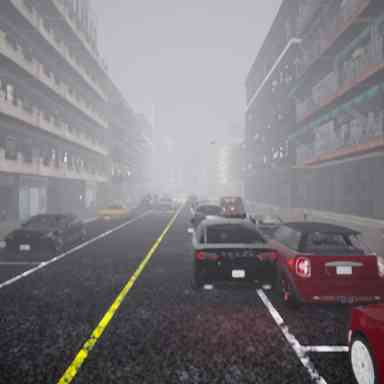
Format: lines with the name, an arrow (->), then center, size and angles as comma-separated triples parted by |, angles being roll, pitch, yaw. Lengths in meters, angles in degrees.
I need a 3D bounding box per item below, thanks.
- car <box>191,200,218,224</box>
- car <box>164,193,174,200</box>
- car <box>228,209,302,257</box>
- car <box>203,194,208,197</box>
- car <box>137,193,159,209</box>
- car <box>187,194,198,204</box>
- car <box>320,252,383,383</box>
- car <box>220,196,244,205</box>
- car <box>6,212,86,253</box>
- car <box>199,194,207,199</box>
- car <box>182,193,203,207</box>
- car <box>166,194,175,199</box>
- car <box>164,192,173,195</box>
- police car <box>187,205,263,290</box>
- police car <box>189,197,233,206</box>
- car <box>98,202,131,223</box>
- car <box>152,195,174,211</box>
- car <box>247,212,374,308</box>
car -> 0.858, 1.391, 24.970 | 1.837, 1.490, 4.892 | 0, 0, 0
car -> -5.583, 1.052, 81.122 | 1.967, 1.590, 4.097 | 0, 0, 0
car -> 2.708, 1.489, 13.472 | 2.008, 1.369, 4.403 | 0, 0, 0
car -> 2.790, 1.165, 75.642 | 1.752, 1.417, 4.829 | 0, 0, 0
car -> -5.635, 1.246, 41.669 | 1.967, 1.590, 4.097 | 0, 0, 0
car -> 0.078, 1.197, 59.519 | 1.882, 1.535, 5.008 | 0, 0, 0
car -> 2.693, 1.534, 2.199 | 1.887, 1.381, 4.507 | 0, 0, 0
car -> 2.724, 1.201, 24.744 | 2.192, 1.841, 5.009 | 0, 0, 0
car -> -5.673, 1.505, 13.486 | 1.947, 1.339, 4.313 | 0, 0, 0
car -> 2.805, 1.129, 86.744 | 1.887, 1.381, 4.507 | 0, 0, 0
car -> 0.069, 1.278, 45.581 | 2.128, 1.511, 4.902 | 0, 0, 0
car -> -5.575, 1.129, 86.760 | 1.887, 1.381, 4.507 | 0, 0, 0
car -> -5.589, 0.955, 75.486 | 2.192, 1.841, 5.009 | 0, 0, 0
police car -> 0.910, 1.384, 9.080 | 1.930, 1.638, 5.238 | 0, 0, 0
police car -> 0.924, 1.338, 19.081 | 1.930, 1.638, 5.238 | 0, 0, 0
car -> -5.658, 1.412, 24.589 | 1.752, 1.417, 4.829 | 0, 0, 0
car -> -3.052, 1.367, 38.737 | 2.033, 1.411, 5.357 | 0, 0, 0
car -> 2.701, 1.404, 7.836 | 1.967, 1.590, 4.097 | 0, 0, 0
